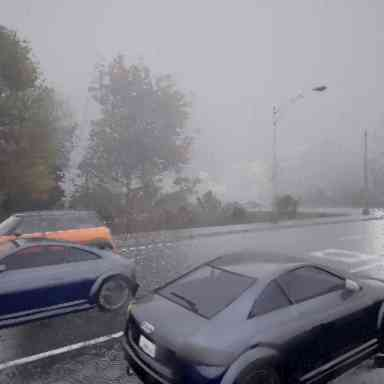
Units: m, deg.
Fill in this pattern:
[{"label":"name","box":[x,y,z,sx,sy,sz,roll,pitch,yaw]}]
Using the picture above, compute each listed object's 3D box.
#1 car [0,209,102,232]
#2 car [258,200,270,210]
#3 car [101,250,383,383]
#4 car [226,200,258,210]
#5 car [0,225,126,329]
[{"label":"car","box":[-4.549,1.339,9.333,4.553,1.767,2.097,-1,0,-35]},{"label":"car","box":[10.003,2.003,51.674,2.128,1.511,4.902,0,-3,-32]},{"label":"car","box":[1.172,1.538,4.584,4.181,1.385,1.994,-1,0,-35]},{"label":"car","box":[7.023,2.020,49.832,2.128,1.511,4.902,0,-3,-32]},{"label":"car","box":[-3.108,1.557,6.063,4.181,1.385,1.994,-1,0,-35]}]
